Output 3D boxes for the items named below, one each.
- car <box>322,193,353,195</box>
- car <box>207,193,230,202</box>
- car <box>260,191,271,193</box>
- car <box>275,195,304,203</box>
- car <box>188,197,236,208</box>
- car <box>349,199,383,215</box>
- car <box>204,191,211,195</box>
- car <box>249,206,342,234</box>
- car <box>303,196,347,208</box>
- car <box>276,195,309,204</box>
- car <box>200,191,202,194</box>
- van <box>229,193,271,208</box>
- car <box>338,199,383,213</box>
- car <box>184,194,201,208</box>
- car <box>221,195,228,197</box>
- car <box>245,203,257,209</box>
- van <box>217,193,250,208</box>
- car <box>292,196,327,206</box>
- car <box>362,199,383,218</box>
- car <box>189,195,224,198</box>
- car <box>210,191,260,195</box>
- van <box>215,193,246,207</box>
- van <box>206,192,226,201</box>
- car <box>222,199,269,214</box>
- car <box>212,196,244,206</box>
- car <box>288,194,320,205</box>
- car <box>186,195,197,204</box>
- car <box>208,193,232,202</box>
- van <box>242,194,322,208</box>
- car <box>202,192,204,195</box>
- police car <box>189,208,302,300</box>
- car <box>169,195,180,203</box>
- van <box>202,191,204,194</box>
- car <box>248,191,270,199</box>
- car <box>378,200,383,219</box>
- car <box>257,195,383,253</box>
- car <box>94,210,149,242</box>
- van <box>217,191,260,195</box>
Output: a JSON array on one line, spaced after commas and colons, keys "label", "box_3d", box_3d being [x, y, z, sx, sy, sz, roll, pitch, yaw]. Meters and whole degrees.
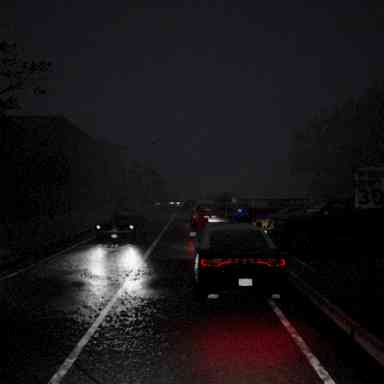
[{"label": "car", "box_3d": [18.706, 1.221, 39.101, 5.566, 2.045, 2.435, 0, 0, 0]}, {"label": "car", "box_3d": [5.547, 1.135, 69.287, 4.553, 1.767, 2.185, 0, 0, 0]}, {"label": "car", "box_3d": [18.578, 0.867, 89.307, 5.566, 2.045, 2.435, 0, 0, 0]}, {"label": "car", "box_3d": [18.677, 1.300, 64.086, 4.892, 1.521, 2.231, 0, 0, 0]}, {"label": "car", "box_3d": [0.954, 1.357, 18.485, 2.097, 1.767, 4.553, 0, 0, 0]}, {"label": "car", "box_3d": [18.719, 1.527, 33.545, 4.792, 1.488, 2.163, 0, 0, 0]}, {"label": "car", "box_3d": [5.571, 1.070, 60.876, 5.566, 2.045, 2.435, 0, 0, 0]}, {"label": "car", "box_3d": [5.709, 1.539, 18.820, 4.674, 1.452, 2.002, 0, 0, 0]}, {"label": "car", "box_3d": [18.899, 1.415, 47.431, 5.366, 1.575, 1.946, 0, 0, 0]}, {"label": "car", "box_3d": [18.493, 1.316, 61.309, 5.366, 1.575, 1.946, 0, 0, 0]}, {"label": "car", "box_3d": [5.706, 1.097, 91.713, 5.366, 1.575, 1.946, 0, 0, 0]}, {"label": "van", "box_3d": [5.569, 1.277, 27.233, 4.442, 1.987, 1.878, 0, 0, 0]}, {"label": "car", "box_3d": [18.770, 1.515, 36.328, 4.792, 1.488, 2.163, 0, 0, 0]}, {"label": "car", "box_3d": [-0.036, 1.408, 45.969, 1.882, 1.535, 5.008, 0, 0, 0]}, {"label": "car", "box_3d": [5.663, 1.476, 38.449, 4.892, 1.521, 2.231, 0, 0, 0]}, {"label": "car", "box_3d": [5.528, 1.493, 16.016, 5.366, 1.575, 1.946, 0, 0, 0]}, {"label": "van", "box_3d": [5.752, 1.195, 46.860, 4.442, 1.987, 1.878, 0, 0, 0]}, {"label": "car", "box_3d": [18.671, 1.408, 52.982, 4.792, 1.488, 2.163, 0, 0, 0]}, {"label": "car", "box_3d": [18.940, 1.497, 30.773, 5.366, 1.575, 1.946, 0, 0, 0]}, {"label": "car", "box_3d": [0.947, 1.350, 24.493, 2.097, 1.767, 4.553, 0, 0, 0]}, {"label": "car", "box_3d": [5.614, 1.190, 44.056, 5.566, 2.045, 2.435, 0, 0, 0]}, {"label": "van", "box_3d": [5.745, 1.175, 49.664, 4.442, 1.987, 1.878, 0, 0, 0]}, {"label": "van", "box_3d": [5.447, 0.995, 74.892, 4.442, 1.987, 1.878, 0, 0, 0]}, {"label": "car", "box_3d": [5.661, 1.528, 35.646, 4.674, 1.452, 2.002, 0, 0, 0]}, {"label": "car", "box_3d": [5.614, 1.382, 52.468, 4.892, 1.521, 2.231, 0, 0, 0]}, {"label": "car", "box_3d": [18.723, 1.233, 55.758, 4.553, 1.767, 2.185, 0, 0, 0]}, {"label": "car", "box_3d": [-0.069, 1.360, 59.152, 1.837, 1.490, 4.892, 0, 0, 0]}, {"label": "car", "box_3d": [5.554, 1.155, 66.483, 4.553, 1.767, 2.185, 0, 0, 0]}, {"label": "van", "box_3d": [5.816, 1.275, 21.623, 4.442, 1.987, 1.878, 0, 0, 0]}, {"label": "car", "box_3d": [5.551, 1.200, 77.697, 5.008, 1.535, 2.097, 0, 0, 0]}, {"label": "police car", "box_3d": [0.966, 1.432, 8.613, 1.930, 1.638, 5.238, 0, 0, 0]}, {"label": "car", "box_3d": [-3.327, 1.376, 65.344, 1.994, 1.385, 4.181, 0, 0, 0]}, {"label": "van", "box_3d": [5.418, 0.915, 86.105, 4.442, 1.987, 1.878, 0, 0, 0]}, {"label": "car", "box_3d": [18.571, 0.848, 91.968, 5.566, 2.045, 2.435, 0, 0, 0]}, {"label": "car", "box_3d": [18.758, 1.503, 27.996, 5.008, 1.535, 2.097, 0, 0, 0]}, {"label": "car", "box_3d": [5.693, 1.243, 13.213, 5.566, 2.045, 2.435, 0, 0, 0]}, {"label": "car", "box_3d": [-3.369, 1.608, 16.659, 1.895, 1.301, 4.718, 0, 0, 0]}, {"label": "van", "box_3d": [5.766, 1.235, 41.256, 4.442, 1.987, 1.878, 0, 0, 0]}]
